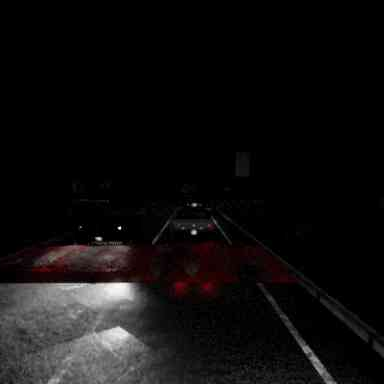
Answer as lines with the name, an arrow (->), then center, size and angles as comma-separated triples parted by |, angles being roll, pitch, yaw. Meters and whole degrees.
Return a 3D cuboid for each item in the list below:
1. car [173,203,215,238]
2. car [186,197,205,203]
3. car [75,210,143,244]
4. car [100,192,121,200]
car -> 0.088, 1.479, 16.924 | 1.895, 1.301, 4.718 | 0, 1, 0
car -> 0.321, 1.261, 34.650 | 2.033, 1.411, 5.357 | 0, 1, 2
car -> -3.354, 1.455, 14.245 | 1.895, 1.301, 4.718 | 0, -2, 0
car -> -15.746, 0.712, 64.095 | 1.882, 1.535, 5.008 | 0, 1, 23
